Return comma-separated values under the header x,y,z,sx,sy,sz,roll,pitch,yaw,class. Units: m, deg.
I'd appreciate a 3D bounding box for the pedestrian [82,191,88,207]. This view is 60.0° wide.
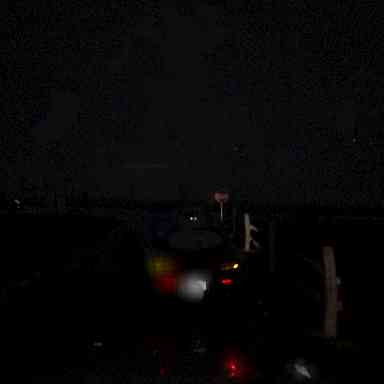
x,y,z,sx,sy,sz,roll,pitch,yaw,class
-12.019,0.714,37.220,0.375,1.860,0.375,0,1,0,pedestrian

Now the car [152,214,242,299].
x,y,z,sx,sy,sz,roll,pitch,yaw,class
0.108,1.504,8.254,1.812,1.442,4.674,0,0,0,car

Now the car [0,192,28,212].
x,y,z,sx,sy,sz,roll,pitch,yaw,class
-17.912,0.805,31.285,4.553,1.767,2.097,2,3,0,car

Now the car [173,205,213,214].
x,y,z,sx,sy,sz,roll,pitch,yaw,class
0.065,1.463,17.796,1.837,1.490,4.892,0,0,-1,car
